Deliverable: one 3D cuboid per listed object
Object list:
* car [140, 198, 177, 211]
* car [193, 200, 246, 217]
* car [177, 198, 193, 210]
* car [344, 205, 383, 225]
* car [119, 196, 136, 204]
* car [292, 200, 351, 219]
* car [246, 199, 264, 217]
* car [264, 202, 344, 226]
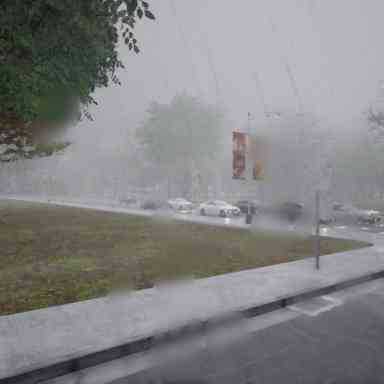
[{"bbox_3d":[-4.425,1.523,40.575,2.033,1.411,5.357,0,0,-35],"label":"car"},{"bbox_3d":[2.465,1.508,30.860,1.812,1.442,4.674,0,0,-35],"label":"car"},{"bbox_3d":[-1.585,1.497,42.209,1.812,1.442,4.674,0,0,-36],"label":"car"},{"bbox_3d":[11.154,1.589,24.284,1.895,1.301,4.718,0,0,-35],"label":"car"},{"bbox_3d":[-12.230,1.488,63.073,1.812,1.442,4.674,0,-1,-35],"label":"car"},{"bbox_3d":[11.491,1.505,29.760,1.812,1.442,4.674,0,0,-35],"label":"car"},{"bbox_3d":[5.821,1.484,31.775,1.837,1.490,4.892,0,0,-35],"label":"car"},{"bbox_3d":[7.733,1.495,23.485,1.837,1.490,4.892,0,0,-35],"label":"car"}]
